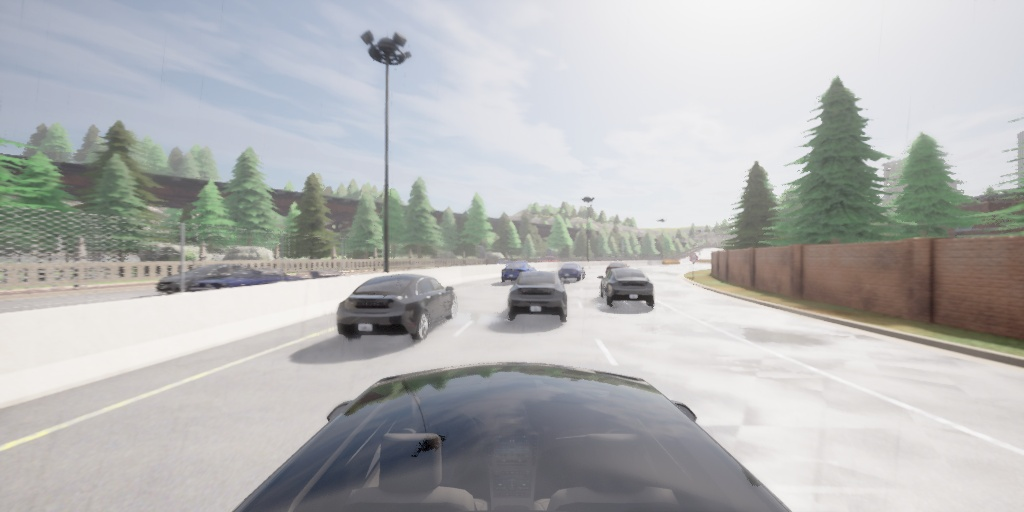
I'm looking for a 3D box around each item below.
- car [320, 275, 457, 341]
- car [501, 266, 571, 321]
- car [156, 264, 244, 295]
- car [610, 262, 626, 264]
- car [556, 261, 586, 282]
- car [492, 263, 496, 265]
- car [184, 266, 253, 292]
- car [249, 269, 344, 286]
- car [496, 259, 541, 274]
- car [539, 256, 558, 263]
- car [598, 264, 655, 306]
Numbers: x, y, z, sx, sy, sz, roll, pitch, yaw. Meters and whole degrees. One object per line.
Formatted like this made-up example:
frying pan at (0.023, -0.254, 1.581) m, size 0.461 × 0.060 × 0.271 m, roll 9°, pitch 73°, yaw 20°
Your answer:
car at (-2.857, 1.248, 9.884) m, size 1.837 × 1.490 × 4.892 m, roll 0°, pitch 0°, yaw 5°
car at (0.974, 1.268, 12.649) m, size 1.837 × 1.490 × 4.892 m, roll 0°, pitch 0°, yaw 7°
car at (-15.892, 1.195, 19.209) m, size 1.837 × 1.490 × 4.892 m, roll 0°, pitch 0°, yaw 10°
car at (9.929, 1.300, 33.448) m, size 1.882 × 1.535 × 5.008 m, roll 0°, pitch 0°, yaw 21°
car at (5.034, 1.322, 30.243) m, size 1.812 × 1.442 × 4.674 m, roll 0°, pitch 0°, yaw 18°
car at (-1.329, 1.337, 58.136) m, size 2.033 × 1.411 × 5.357 m, roll 0°, pitch 0°, yaw 31°
car at (-12.674, 1.305, 17.527) m, size 1.895 × 1.301 × 4.718 m, roll 0°, pitch 0°, yaw 9°
car at (-9.264, 1.320, 16.749) m, size 1.895 × 1.301 × 4.718 m, roll 0°, pitch 0°, yaw 9°
car at (0.605, 1.252, 27.823) m, size 1.882 × 1.535 × 5.008 m, roll 0°, pitch 0°, yaw 16°
car at (5.288, 1.037, 55.568) m, size 2.150 × 2.045 × 5.566 m, roll 0°, pitch 0°, yaw 32°
car at (5.013, 1.290, 15.987) m, size 1.837 × 1.490 × 4.892 m, roll 0°, pitch 0°, yaw 9°
